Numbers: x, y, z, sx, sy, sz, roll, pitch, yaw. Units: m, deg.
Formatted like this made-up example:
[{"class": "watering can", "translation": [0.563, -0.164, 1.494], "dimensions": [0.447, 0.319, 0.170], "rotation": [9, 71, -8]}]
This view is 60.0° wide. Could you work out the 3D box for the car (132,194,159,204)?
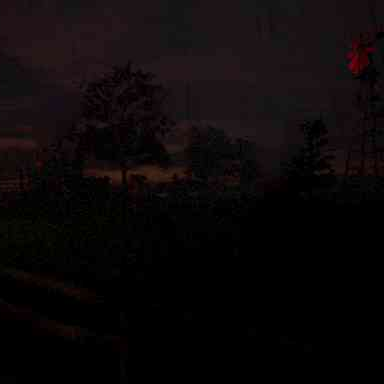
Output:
[{"class": "car", "translation": [-7.134, 1.019, 50.971], "dimensions": [1.837, 1.490, 4.892], "rotation": [0, 1, 37]}]
